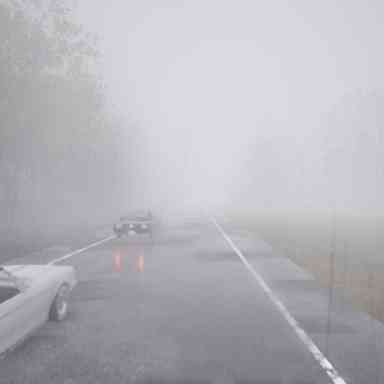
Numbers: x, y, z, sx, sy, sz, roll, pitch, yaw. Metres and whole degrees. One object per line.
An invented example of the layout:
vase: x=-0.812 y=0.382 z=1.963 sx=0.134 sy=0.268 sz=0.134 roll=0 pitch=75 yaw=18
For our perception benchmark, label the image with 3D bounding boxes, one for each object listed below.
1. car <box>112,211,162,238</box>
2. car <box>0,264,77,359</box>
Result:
car: x=-2.748 y=1.655 z=17.896 sx=1.895 sy=1.301 sz=4.718 roll=0 pitch=0 yaw=2
car: x=-3.211 y=1.614 z=4.372 sx=1.895 sy=1.301 sz=4.718 roll=0 pitch=0 yaw=2
